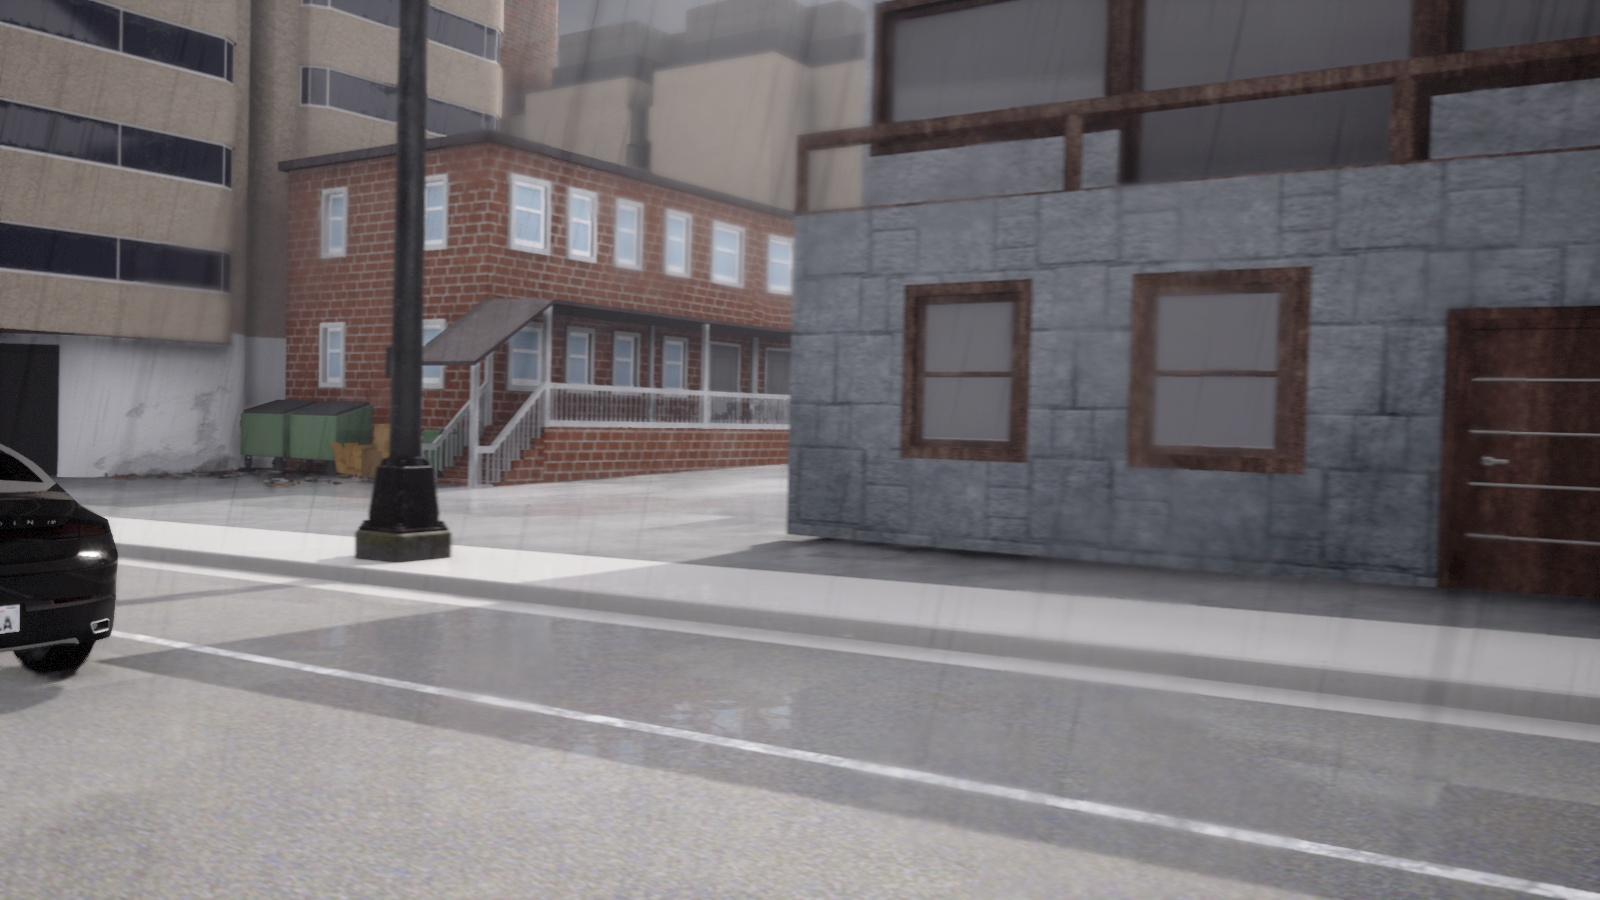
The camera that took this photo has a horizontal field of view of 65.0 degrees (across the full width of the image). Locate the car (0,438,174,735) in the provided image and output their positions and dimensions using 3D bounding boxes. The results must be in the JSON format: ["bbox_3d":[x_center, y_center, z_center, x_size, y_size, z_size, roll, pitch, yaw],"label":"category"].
[{"bbox_3d":[-6.087,0.697,7.668,4.892,1.490,1.837,0,1,34],"label":"car"}]
